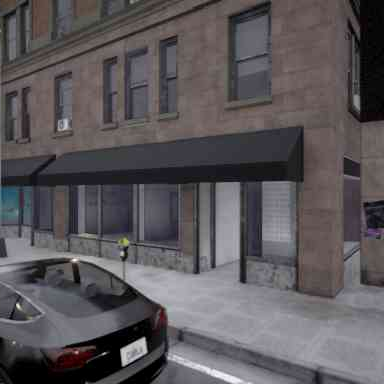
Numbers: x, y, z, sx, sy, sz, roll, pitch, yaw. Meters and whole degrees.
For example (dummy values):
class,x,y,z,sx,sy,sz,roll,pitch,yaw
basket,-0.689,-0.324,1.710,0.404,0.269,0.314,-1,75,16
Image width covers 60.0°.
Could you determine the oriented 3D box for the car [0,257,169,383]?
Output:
class,x,y,z,sx,sy,sz,roll,pitch,yaw
car,-2.248,1.569,4.403,4.313,1.339,1.947,0,0,35
